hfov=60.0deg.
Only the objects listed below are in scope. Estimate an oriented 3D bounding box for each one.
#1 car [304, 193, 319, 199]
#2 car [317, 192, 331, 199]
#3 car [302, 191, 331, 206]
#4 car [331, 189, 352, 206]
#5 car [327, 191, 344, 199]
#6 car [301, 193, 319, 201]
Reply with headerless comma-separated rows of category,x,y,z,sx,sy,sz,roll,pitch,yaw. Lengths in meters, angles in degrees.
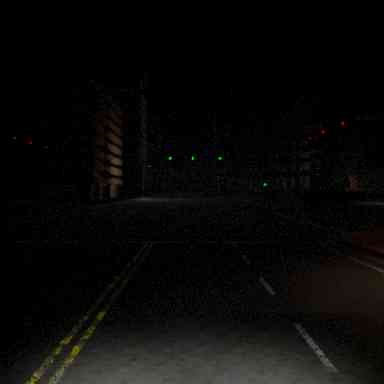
car,27.885,0.877,77.762,1.970,1.475,3.806,0,0,0
car,30.780,0.845,77.771,1.784,1.438,3.905,0,0,0
car,16.626,0.852,45.209,1.932,1.855,4.605,0,0,0
car,19.521,0.855,45.164,1.905,1.878,3.866,0,0,0
car,33.463,0.635,77.829,1.932,1.855,4.605,0,0,0
car,22.168,0.978,62.642,1.970,1.475,3.806,0,0,0
